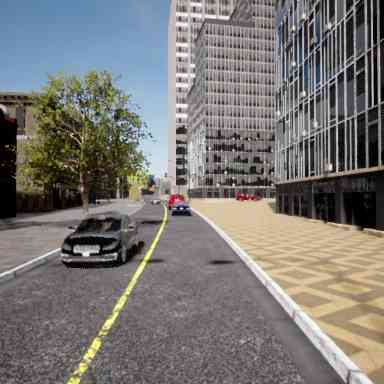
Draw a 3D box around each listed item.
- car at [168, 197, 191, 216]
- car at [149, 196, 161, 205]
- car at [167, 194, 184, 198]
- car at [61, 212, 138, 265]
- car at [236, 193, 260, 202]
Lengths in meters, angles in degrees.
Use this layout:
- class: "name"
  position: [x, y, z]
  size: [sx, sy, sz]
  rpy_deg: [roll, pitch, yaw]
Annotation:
- class: "car"
  position: [-1.132, 1.555, 32.933]
  size: [2.033, 1.411, 5.357]
  rpy_deg: [0, 0, -4]
- class: "car"
  position: [-6.650, 1.496, 60.303]
  size: [2.128, 1.511, 4.902]
  rpy_deg: [0, 0, -7]
- class: "car"
  position: [-2.001, 1.230, 43.626]
  size: [2.150, 2.045, 5.566]
  rpy_deg: [0, 0, -5]
- class: "car"
  position: [-3.060, 1.507, 11.815]
  size: [1.837, 1.490, 4.892]
  rpy_deg: [0, 0, -2]
- class: "car"
  position: [11.568, 1.213, 68.741]
  size: [5.009, 1.841, 2.192]
  rpy_deg: [0, -1, 13]
